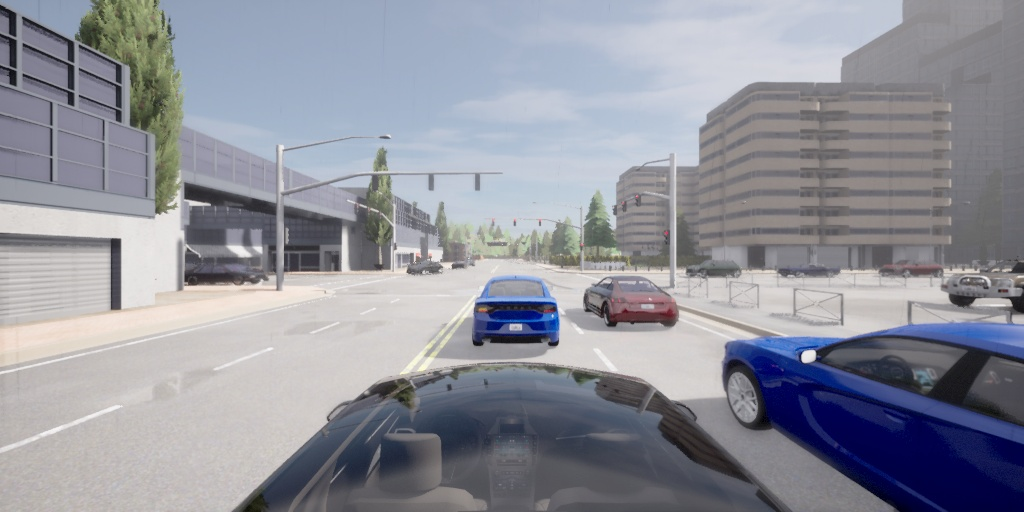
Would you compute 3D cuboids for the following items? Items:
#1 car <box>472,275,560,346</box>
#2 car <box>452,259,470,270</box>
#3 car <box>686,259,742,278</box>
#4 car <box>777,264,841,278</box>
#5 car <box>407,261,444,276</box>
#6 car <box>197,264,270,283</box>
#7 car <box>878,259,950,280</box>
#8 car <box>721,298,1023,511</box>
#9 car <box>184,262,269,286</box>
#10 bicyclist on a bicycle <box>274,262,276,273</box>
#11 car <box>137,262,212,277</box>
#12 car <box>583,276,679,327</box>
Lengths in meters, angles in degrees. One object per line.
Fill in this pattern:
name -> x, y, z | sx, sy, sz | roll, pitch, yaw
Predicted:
car -> 0.096, 1.230, 9.429 | 1.882, 1.535, 5.008 | 0, 0, 0
car -> -7.938, 1.368, 54.349 | 1.895, 1.301, 4.718 | 0, 0, -1
car -> 18.692, 1.112, 33.392 | 4.553, 1.767, 2.097 | 0, 0, -1
car -> 27.679, 1.361, 33.575 | 4.718, 1.301, 1.895 | 0, 0, -1
car -> -9.139, 1.268, 38.310 | 1.837, 1.490, 4.892 | 2, 0, 23
car -> -21.815, 1.322, 28.218 | 4.181, 1.385, 1.994 | 0, 0, -1
car -> 37.476, 1.113, 33.760 | 4.553, 1.767, 2.097 | 0, 0, -1
car -> 3.603, 1.228, 2.577 | 1.882, 1.535, 5.008 | 0, 0, 0
car -> -19.935, 1.305, 24.744 | 5.357, 1.411, 2.033 | 0, 0, -1
bicyclist on a bicycle -> -25.833, 1.065, 39.649 | 0.582, 1.620, 1.656 | 0, 0, -1
car -> -33.093, 1.308, 35.262 | 5.357, 1.411, 2.033 | 0, 0, -1
car -> 3.604, 1.317, 11.560 | 1.994, 1.385, 4.181 | 0, 0, 0
